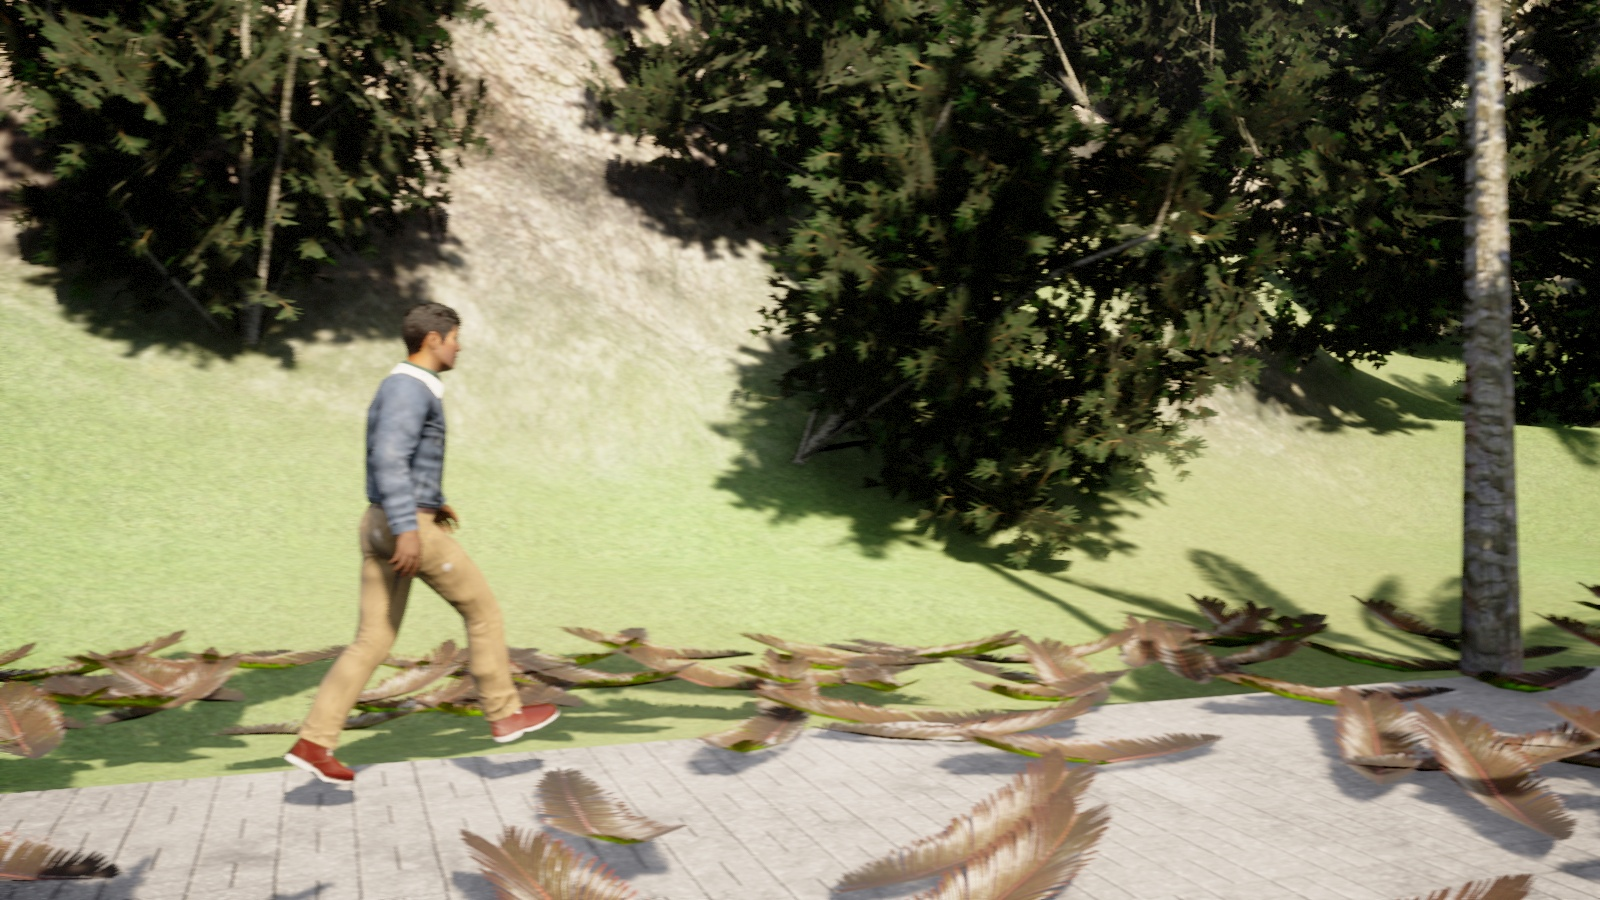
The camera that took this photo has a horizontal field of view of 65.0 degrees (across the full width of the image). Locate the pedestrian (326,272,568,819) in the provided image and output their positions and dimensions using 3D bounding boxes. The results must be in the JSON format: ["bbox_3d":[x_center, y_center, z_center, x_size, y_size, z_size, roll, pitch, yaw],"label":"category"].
[{"bbox_3d":[-1.362,0.335,4.856,0.788,1.949,0.423,-1,1,-30],"label":"pedestrian"}]
